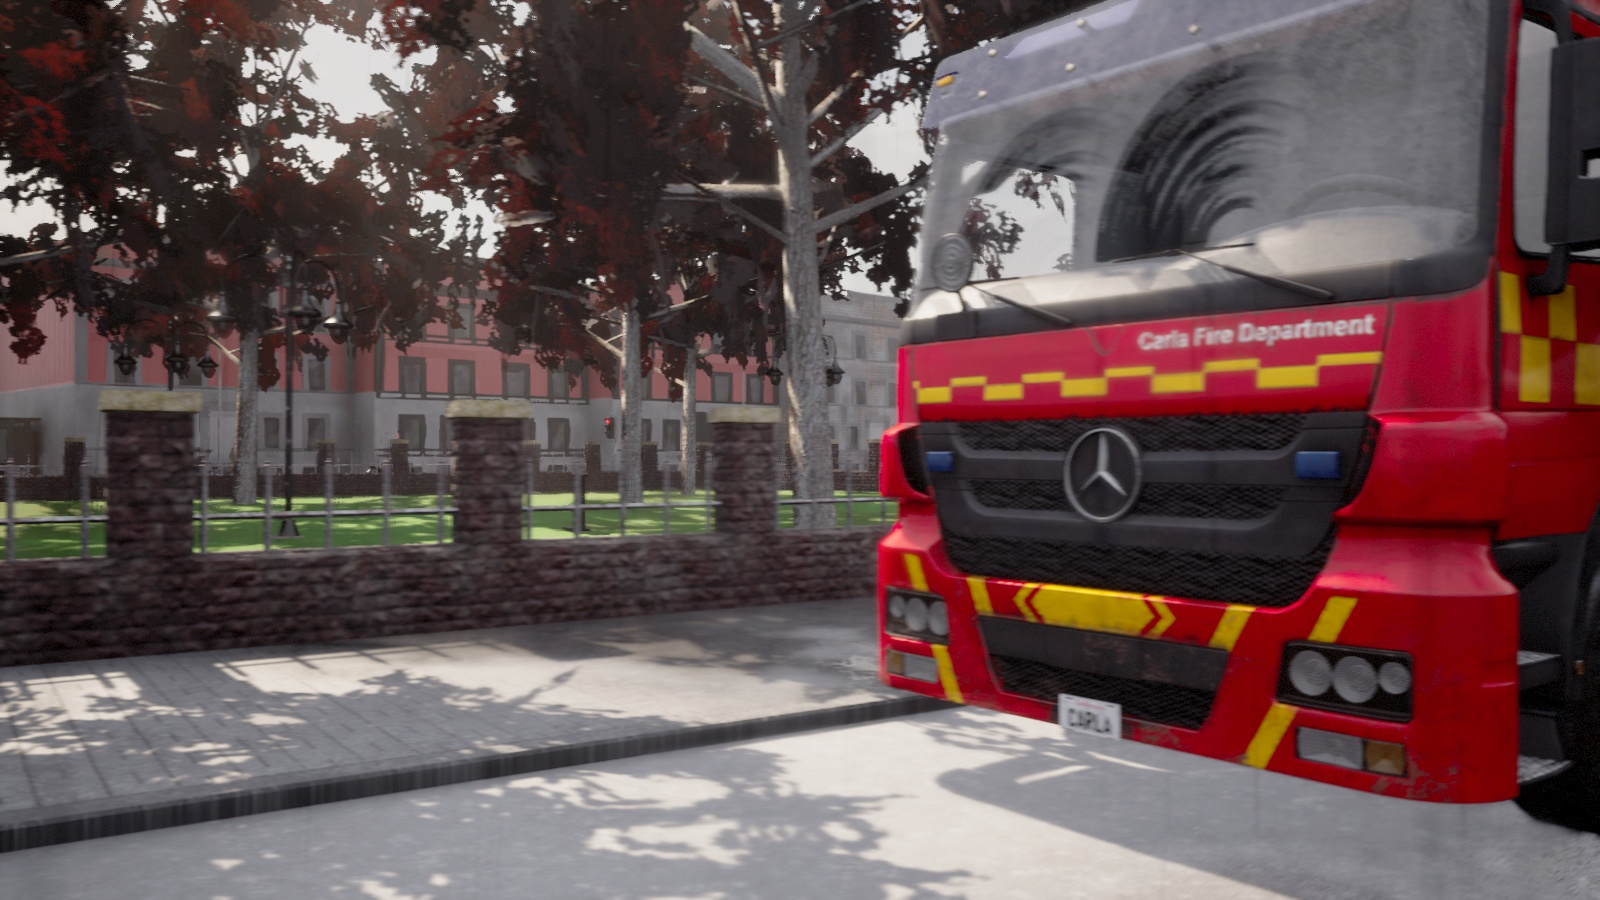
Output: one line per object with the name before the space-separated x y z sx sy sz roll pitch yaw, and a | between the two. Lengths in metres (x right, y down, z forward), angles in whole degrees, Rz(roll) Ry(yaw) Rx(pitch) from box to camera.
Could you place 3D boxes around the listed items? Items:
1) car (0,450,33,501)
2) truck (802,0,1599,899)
car | -27.537 0.832 40.292 4.856 1.649 2.033 0 0 -35
truck | 4.241 -0.413 7.355 8.468 3.827 2.891 0 0 -38
